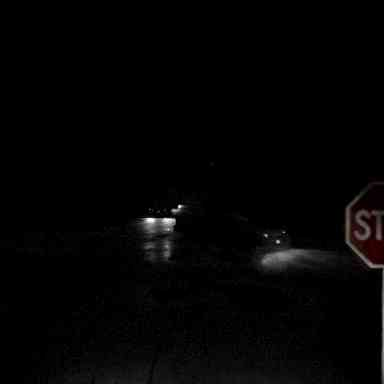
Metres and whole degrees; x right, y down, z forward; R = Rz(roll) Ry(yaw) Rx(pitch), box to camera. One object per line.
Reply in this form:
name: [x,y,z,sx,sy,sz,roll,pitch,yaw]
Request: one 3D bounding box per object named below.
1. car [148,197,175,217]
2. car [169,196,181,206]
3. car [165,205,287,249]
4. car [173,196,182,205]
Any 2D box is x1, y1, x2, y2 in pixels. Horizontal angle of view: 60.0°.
car: [-2.882,1.482,30.692,1.837,1.490,4.892,0,-1,0]
car: [-2.870,1.538,57.140,1.837,1.490,4.892,0,0,0]
car: [1.481,1.547,15.009,5.357,1.411,2.033,1,0,43]
car: [-2.892,1.549,45.873,2.033,1.411,5.357,0,0,0]
